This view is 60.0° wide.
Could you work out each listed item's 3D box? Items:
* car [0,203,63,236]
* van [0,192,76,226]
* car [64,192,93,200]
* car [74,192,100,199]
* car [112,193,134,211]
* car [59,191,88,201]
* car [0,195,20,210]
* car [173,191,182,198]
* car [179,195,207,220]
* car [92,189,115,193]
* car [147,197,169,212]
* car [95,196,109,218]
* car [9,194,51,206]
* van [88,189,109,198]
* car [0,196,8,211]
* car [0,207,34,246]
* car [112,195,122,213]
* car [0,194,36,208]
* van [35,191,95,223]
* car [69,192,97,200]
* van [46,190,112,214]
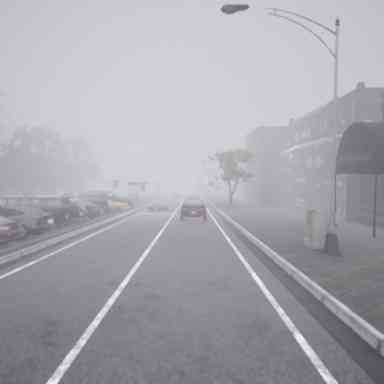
[{"bbox_3d":[-8.983,1.418,15.536,4.792,1.488,2.163,0,1,0],"label":"car"},{"bbox_3d":[-9.073,1.132,18.336,4.442,1.987,1.878,0,1,0],"label":"van"},{"bbox_3d":[-22.090,0.770,64.805,5.008,1.535,2.097,0,1,0],"label":"car"},{"bbox_3d":[-22.119,0.732,70.355,4.792,1.488,2.163,0,1,0],"label":"car"},{"bbox_3d":[-8.785,1.181,32.356,5.366,1.575,1.946,0,1,0],"label":"car"},{"bbox_3d":[-22.112,0.680,62.028,4.553,1.767,2.185,0,1,0],"label":"car"},{"bbox_3d":[-22.084,1.153,37.051,4.792,1.488,2.163,0,1,0],"label":"car"},{"bbox_3d":[-3.225,0.465,74.763,2.033,1.411,5.357,0,2,0],"label":"car"},{"bbox_3d":[0.109,1.249,25.585,1.882,1.535,5.008,0,1,0],"label":"car"},{"bbox_3d":[-8.945,0.896,35.156,5.566,2.045,2.435,0,1,0],"label":"car"},{"bbox_3d":[-3.334,1.207,33.509,1.812,1.442,4.674,0,1,0],"label":"car"},{"bbox_3d":[-8.957,1.292,23.947,5.008,1.535,2.097,0,1,0],"label":"car"},{"bbox_3d":[-22.035,1.046,45.378,4.792,1.488,2.163,0,1,0],"label":"car"},{"bbox_3d":[-21.981,0.376,78.676,4.442,1.987,1.878,0,1,0],"label":"van"},{"bbox_3d":[-22.059,1.161,34.276,4.892,1.521,2.231,0,1,0],"label":"car"},{"bbox_3d":[-8.948,1.453,12.728,4.674,1.452,2.002,0,0,0],"label":"car"},{"bbox_3d":[-8.970,1.260,29.553,4.674,1.452,2.002,0,1,0],"label":"car"},{"bbox_3d":[-21.872,1.085,39.826,5.366,1.575,1.946,0,1,0],"label":"car"},{"bbox_3d":[-8.842,1.101,21.137,4.442,1.987,1.878,0,1,0],"label":"van"},{"bbox_3d":[-22.081,0.738,67.580,4.892,1.521,2.231,0,1,0],"label":"car"},{"bbox_3d":[-9.082,1.030,26.747,4.442,1.987,1.878,0,1,0],"label":"van"}]
